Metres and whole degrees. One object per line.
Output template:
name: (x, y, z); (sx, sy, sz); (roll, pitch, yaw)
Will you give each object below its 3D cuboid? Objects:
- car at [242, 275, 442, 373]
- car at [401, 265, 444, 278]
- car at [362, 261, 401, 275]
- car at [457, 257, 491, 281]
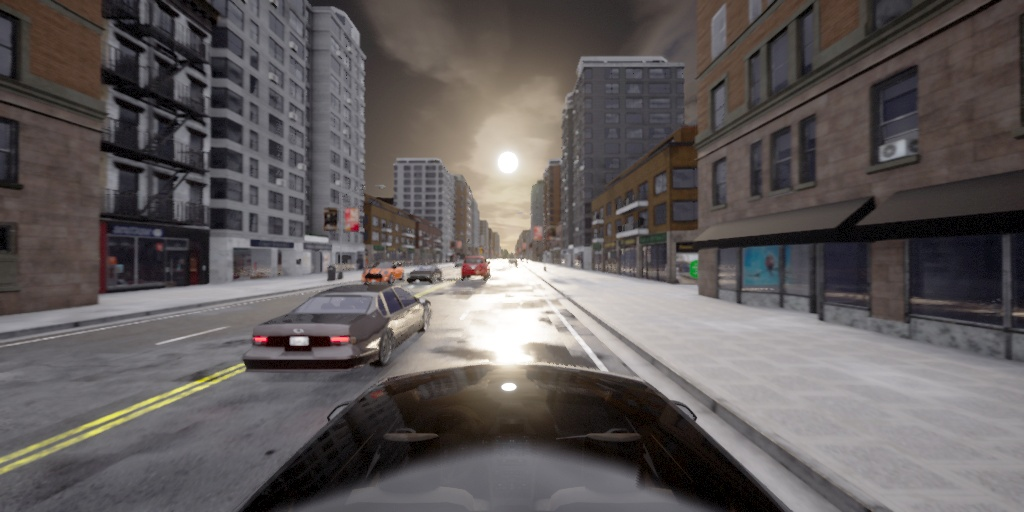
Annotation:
car: (-3.152, 1.317, 7.825); (2.033, 1.411, 5.357); (0, 0, 0)
car: (-6.593, 1.380, 27.776); (2.033, 1.411, 5.357); (0, 0, 0)
car: (-9.840, 1.185, 27.715); (2.097, 1.767, 4.553); (0, 0, 0)
car: (-3.142, 1.068, 31.845); (2.150, 2.045, 5.566); (0, 0, 0)
